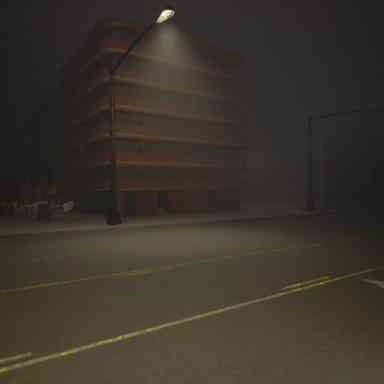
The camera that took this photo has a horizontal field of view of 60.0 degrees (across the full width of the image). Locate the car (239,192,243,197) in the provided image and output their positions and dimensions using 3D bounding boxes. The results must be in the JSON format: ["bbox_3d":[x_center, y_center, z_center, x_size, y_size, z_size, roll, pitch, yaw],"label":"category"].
[{"bbox_3d":[12.462,0.667,93.051,4.611,1.667,2.242,-1,1,-35],"label":"car"}]

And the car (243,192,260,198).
[{"bbox_3d":[16.436,0.814,88.832,3.806,1.475,1.970,-1,1,-35],"label":"car"}]
